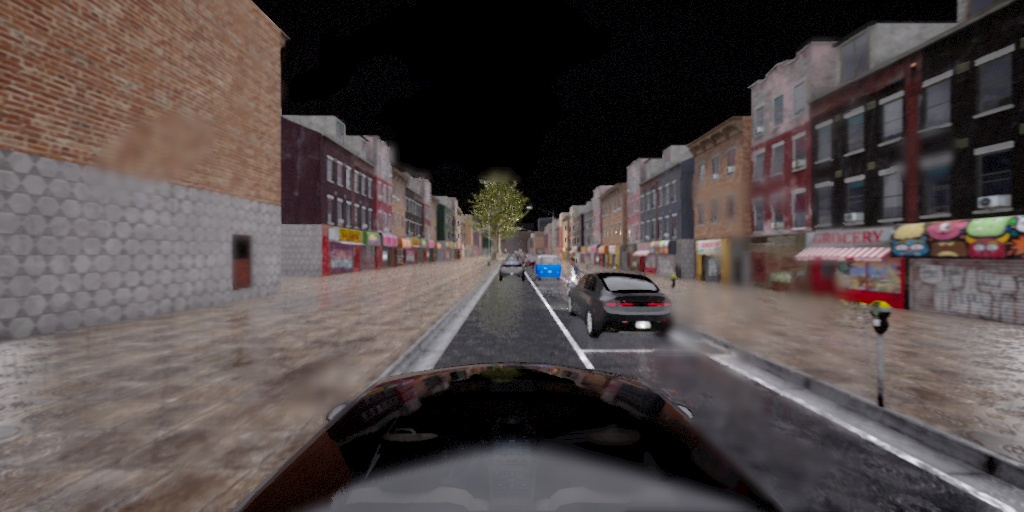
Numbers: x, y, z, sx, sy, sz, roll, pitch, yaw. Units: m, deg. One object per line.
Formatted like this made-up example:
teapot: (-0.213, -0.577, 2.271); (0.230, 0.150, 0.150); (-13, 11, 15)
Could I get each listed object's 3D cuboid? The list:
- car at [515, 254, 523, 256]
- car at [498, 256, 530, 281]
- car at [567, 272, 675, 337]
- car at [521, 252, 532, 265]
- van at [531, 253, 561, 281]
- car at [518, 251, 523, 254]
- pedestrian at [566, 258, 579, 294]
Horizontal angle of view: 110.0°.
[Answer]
car: (-0.024, 0.823, 43.595); (2.033, 1.411, 5.357); (0, 1, 0)
car: (0.003, 0.981, 26.766); (2.128, 1.511, 4.902); (0, 1, 0)
car: (2.733, 1.174, 9.919); (1.837, 1.490, 4.892); (0, 1, 0)
car: (2.528, 0.642, 48.654); (1.967, 1.591, 4.097); (0, 0, 0)
van: (2.582, 0.831, 26.487); (1.690, 1.789, 3.998); (0, 0, 0)
car: (2.515, 0.437, 54.195); (2.192, 1.841, 5.009); (0, 0, 0)
pedestrian: (2.239, 0.933, 12.867); (0.375, 1.860, 0.375); (0, 0, 0)
